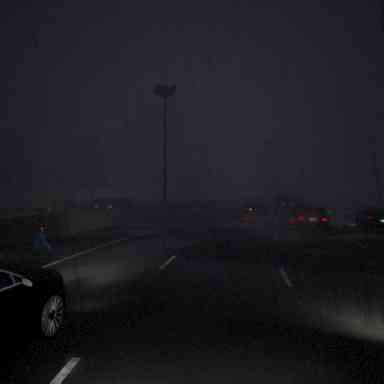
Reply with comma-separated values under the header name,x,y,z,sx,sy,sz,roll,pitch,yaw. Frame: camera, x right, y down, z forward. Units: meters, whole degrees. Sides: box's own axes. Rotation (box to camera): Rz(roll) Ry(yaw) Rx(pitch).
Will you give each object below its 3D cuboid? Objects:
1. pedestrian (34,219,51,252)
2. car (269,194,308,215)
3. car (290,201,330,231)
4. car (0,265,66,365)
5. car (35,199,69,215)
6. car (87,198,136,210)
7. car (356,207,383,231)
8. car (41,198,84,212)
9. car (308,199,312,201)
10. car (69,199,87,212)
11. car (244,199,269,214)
name,x,y,z,sx,sy,sz,roll,pitch,yaw
pedestrian,-5.573,1.573,12.394,0.375,1.300,0.375,0,0,11
car,9.802,1.219,33.478,2.150,2.045,5.566,0,0,28
car,7.488,1.545,20.546,2.033,1.411,5.357,0,0,21
car,-3.106,1.491,3.676,2.128,1.511,4.902,0,0,3
car,-13.559,1.475,33.946,1.882,1.535,5.008,0,0,23
car,-7.167,1.349,31.118,2.097,1.767,4.553,0,0,24
car,11.138,1.562,20.021,1.994,1.385,4.181,0,0,21
car,-15.085,1.522,39.041,1.812,1.442,4.674,0,0,26
car,14.263,1.560,41.713,1.994,1.385,4.181,0,0,28
car,-9.767,1.501,33.925,1.837,1.490,4.892,0,0,25
car,7.030,1.501,35.674,1.837,1.490,4.892,0,0,28
